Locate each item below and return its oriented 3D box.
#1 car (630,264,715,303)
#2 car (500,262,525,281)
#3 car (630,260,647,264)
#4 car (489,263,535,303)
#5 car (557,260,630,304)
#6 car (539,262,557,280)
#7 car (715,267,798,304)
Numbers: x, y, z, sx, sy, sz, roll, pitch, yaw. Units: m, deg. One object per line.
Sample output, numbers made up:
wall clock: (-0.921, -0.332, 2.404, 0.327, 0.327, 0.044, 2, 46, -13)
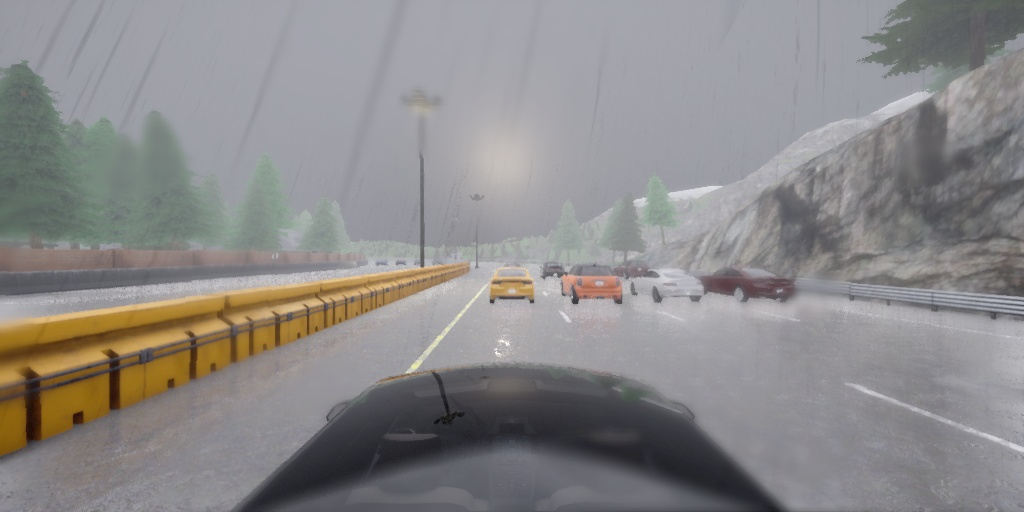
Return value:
car: (7.005, 1.280, 16.485, 1.812, 1.442, 4.674, 0, 0, 0)
car: (0.023, 1.311, 31.493, 2.033, 1.411, 5.357, 0, 0, 0)
car: (10.523, 1.114, 31.450, 2.097, 1.767, 4.553, 0, 0, 0)
car: (0.005, 1.232, 16.493, 1.882, 1.535, 5.008, 0, 0, 0)
car: (3.505, 1.113, 16.459, 2.097, 1.767, 4.553, 0, 0, 0)
car: (3.523, 1.264, 31.489, 1.837, 1.490, 4.892, 0, 0, 0)
car: (10.505, 1.232, 16.480, 1.882, 1.535, 5.008, 0, 0, 0)
